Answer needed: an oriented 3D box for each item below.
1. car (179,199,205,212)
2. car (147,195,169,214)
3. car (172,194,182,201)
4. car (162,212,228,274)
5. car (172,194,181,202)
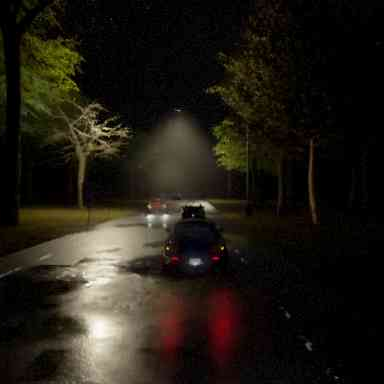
[{"bbox_3d":[0.105,1.620,28.452,2.128,1.511,4.902,0,0,0],"label":"car"},{"bbox_3d":[-3.681,1.477,36.618,2.097,1.767,4.553,0,0,-1],"label":"car"},{"bbox_3d":[-3.470,1.258,78.345,2.128,1.511,4.902,0,1,0],"label":"car"},{"bbox_3d":[0.091,1.599,10.703,1.812,1.442,4.674,0,0,0],"label":"car"},{"bbox_3d":[-3.334,1.294,70.825,1.812,1.442,4.674,0,0,-2],"label":"car"}]
